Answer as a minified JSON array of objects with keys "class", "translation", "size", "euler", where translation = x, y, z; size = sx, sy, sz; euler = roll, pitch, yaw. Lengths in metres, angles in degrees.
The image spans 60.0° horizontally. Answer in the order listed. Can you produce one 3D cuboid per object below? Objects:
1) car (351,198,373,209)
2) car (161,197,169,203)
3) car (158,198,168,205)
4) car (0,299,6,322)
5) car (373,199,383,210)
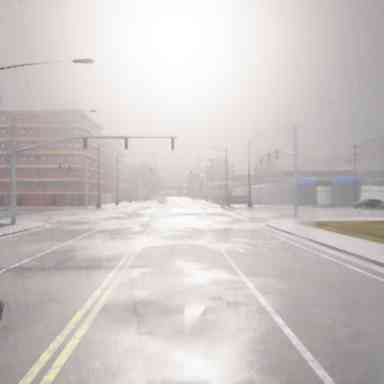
[{"class":"car","translation":[25.407,1.700,47.863],"size":[4.892,1.490,1.837],"euler":[0,0,-11]},{"class":"car","translation":[-7.802,2.346,95.057],"size":[2.128,1.511,4.902],"euler":[0,0,-3]},{"class":"car","translation":[-7.081,2.167,79.270],"size":[1.882,1.535,5.008],"euler":[0,0,-3]},{"class":"car","translation":[-3.685,1.598,2.755],"size":[2.033,1.411,5.357],"euler":[0,0,-2]},{"class":"car","translation":[27.376,1.678,44.693],"size":[4.674,1.442,1.812],"euler":[0,0,-12]}]
